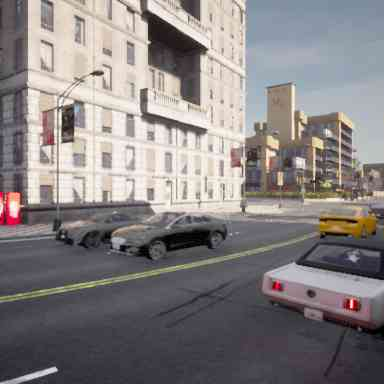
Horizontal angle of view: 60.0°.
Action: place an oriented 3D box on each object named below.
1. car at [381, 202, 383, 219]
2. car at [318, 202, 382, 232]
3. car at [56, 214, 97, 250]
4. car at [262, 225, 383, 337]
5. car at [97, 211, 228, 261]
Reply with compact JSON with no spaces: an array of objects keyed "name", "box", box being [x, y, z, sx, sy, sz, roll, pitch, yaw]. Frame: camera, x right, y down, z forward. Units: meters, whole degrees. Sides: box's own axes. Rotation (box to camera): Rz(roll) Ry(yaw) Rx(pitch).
[{"name":"car","box":[14.758,1.513,25.797,1.812,1.442,4.674,0,0,37]},{"name":"car","box":[7.960,1.469,16.780,1.882,1.535,5.008,0,0,38]},{"name":"car","box":[-3.606,1.551,14.401,4.181,1.385,1.994,0,0,-44]},{"name":"car","box":[3.521,1.598,6.606,4.718,1.301,1.895,0,0,-42]},{"name":"car","box":[-0.679,1.481,12.357,4.902,1.511,2.128,0,0,-45]}]
